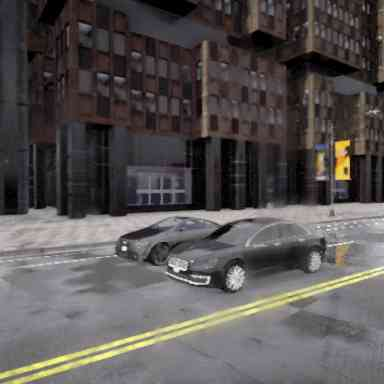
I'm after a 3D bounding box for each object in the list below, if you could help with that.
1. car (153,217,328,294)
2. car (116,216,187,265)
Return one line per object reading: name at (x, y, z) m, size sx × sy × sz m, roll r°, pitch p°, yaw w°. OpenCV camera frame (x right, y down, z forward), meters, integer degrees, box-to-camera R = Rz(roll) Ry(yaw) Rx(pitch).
car at (1.625, 1.478, 8.833) m, size 4.892 × 1.490 × 1.837 m, roll 0°, pitch 0°, yaw -35°
car at (-0.444, 1.538, 11.348) m, size 4.181 × 1.385 × 1.994 m, roll 0°, pitch 0°, yaw -35°
